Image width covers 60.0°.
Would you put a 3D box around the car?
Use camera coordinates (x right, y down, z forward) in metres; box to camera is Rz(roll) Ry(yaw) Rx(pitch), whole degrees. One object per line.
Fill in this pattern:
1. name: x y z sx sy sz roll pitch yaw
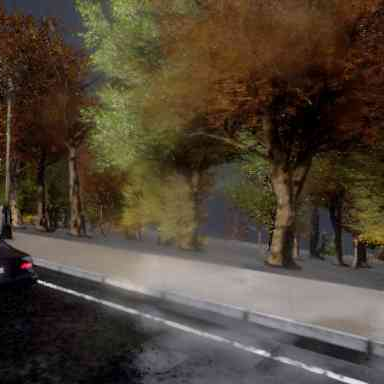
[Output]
1. car: -5.748 1.561 7.916 5.357 1.411 2.033 0 -1 38
